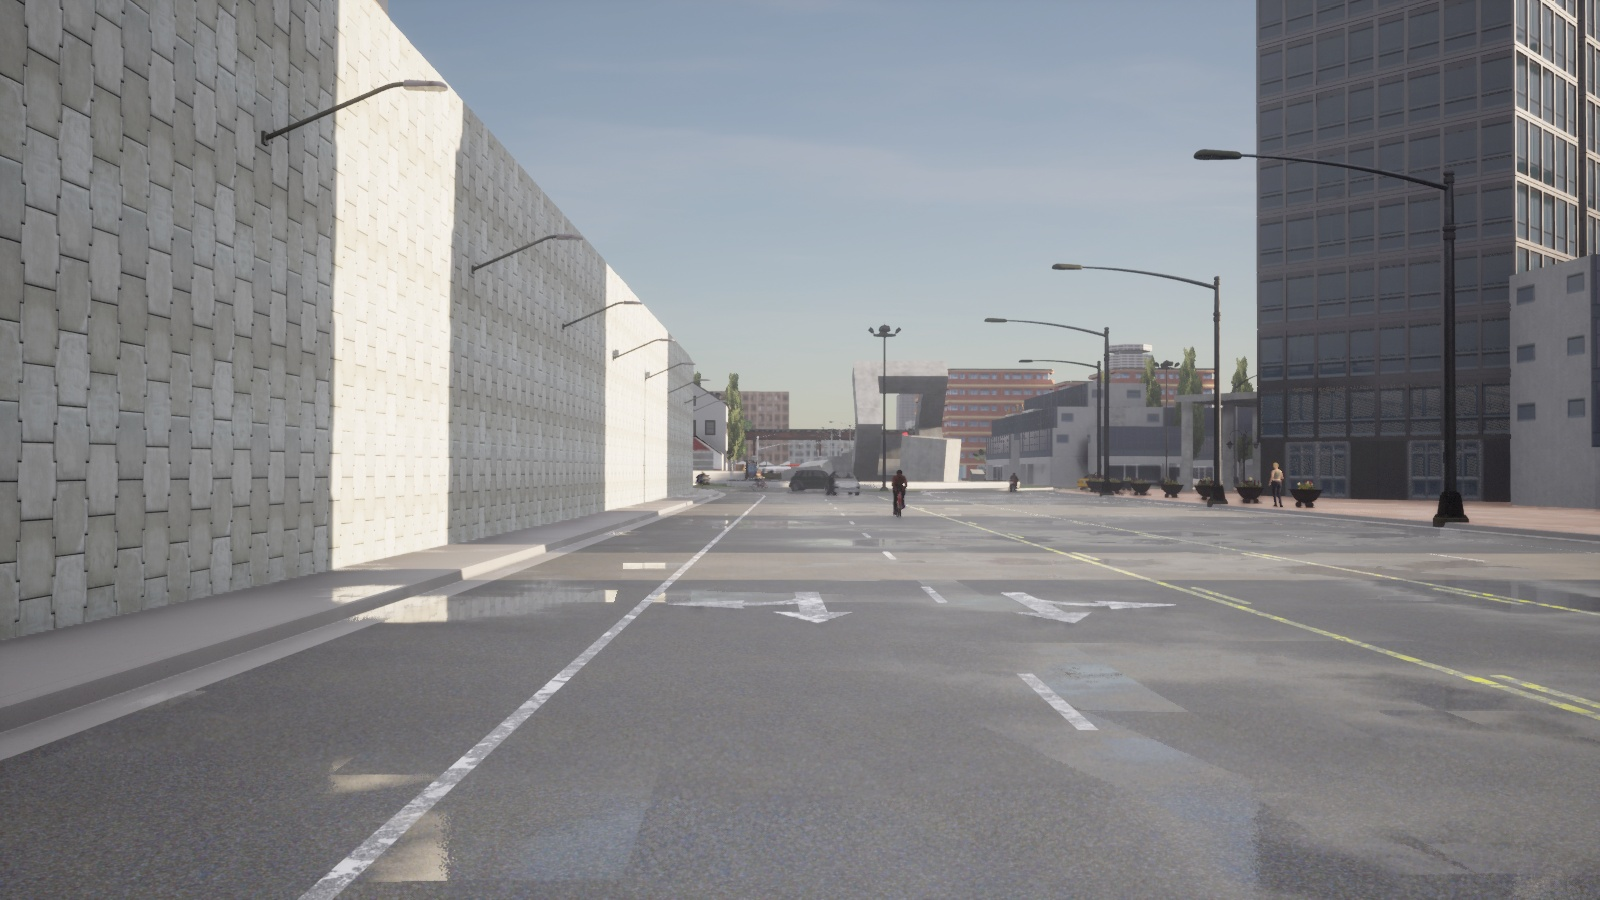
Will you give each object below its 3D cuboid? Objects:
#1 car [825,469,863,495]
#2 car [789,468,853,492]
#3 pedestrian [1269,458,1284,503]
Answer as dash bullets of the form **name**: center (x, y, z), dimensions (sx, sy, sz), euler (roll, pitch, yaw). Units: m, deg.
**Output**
- **car**: center (2.813, 2.054, 80.753), dimensions (1.851, 1.617, 3.988), euler (0, -1, -7)
- **car**: center (1.611, 2.274, 95.974), dimensions (4.553, 1.767, 2.097), euler (-1, -1, 16)
- **pedestrian**: center (19.539, 1.254, 51.464), dimensions (0.345, 1.836, 0.594), euler (0, -1, -3)
